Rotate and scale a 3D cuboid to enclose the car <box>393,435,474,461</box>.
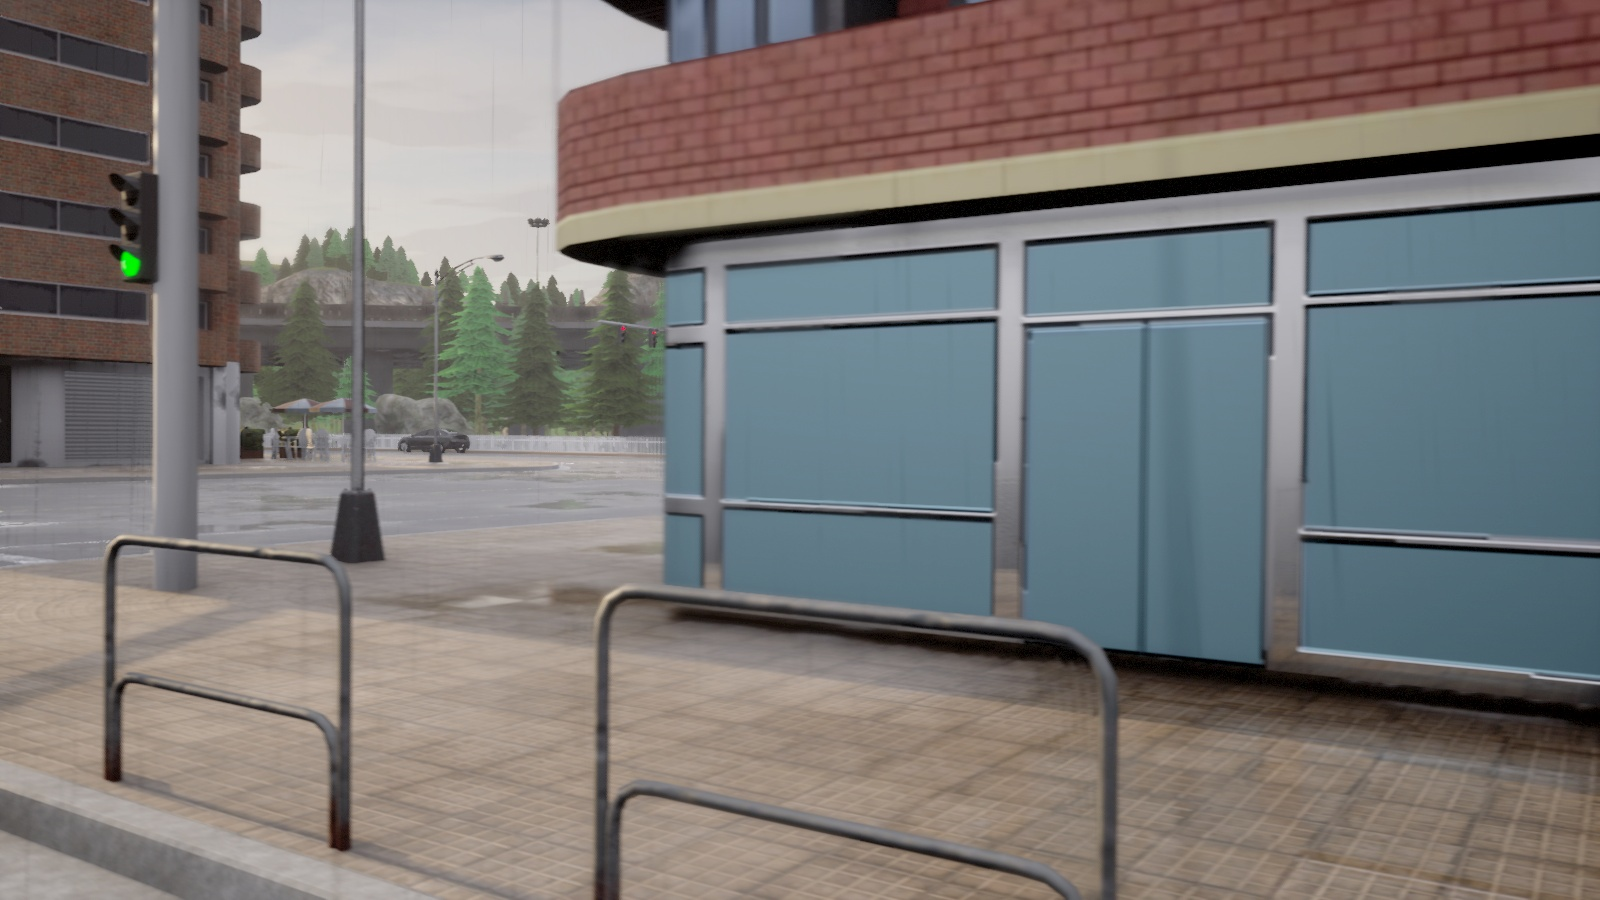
[{"bbox_3d":[-21.871,-0.143,74.892,4.892,1.490,1.837,0,1,31],"label":"car"}]
